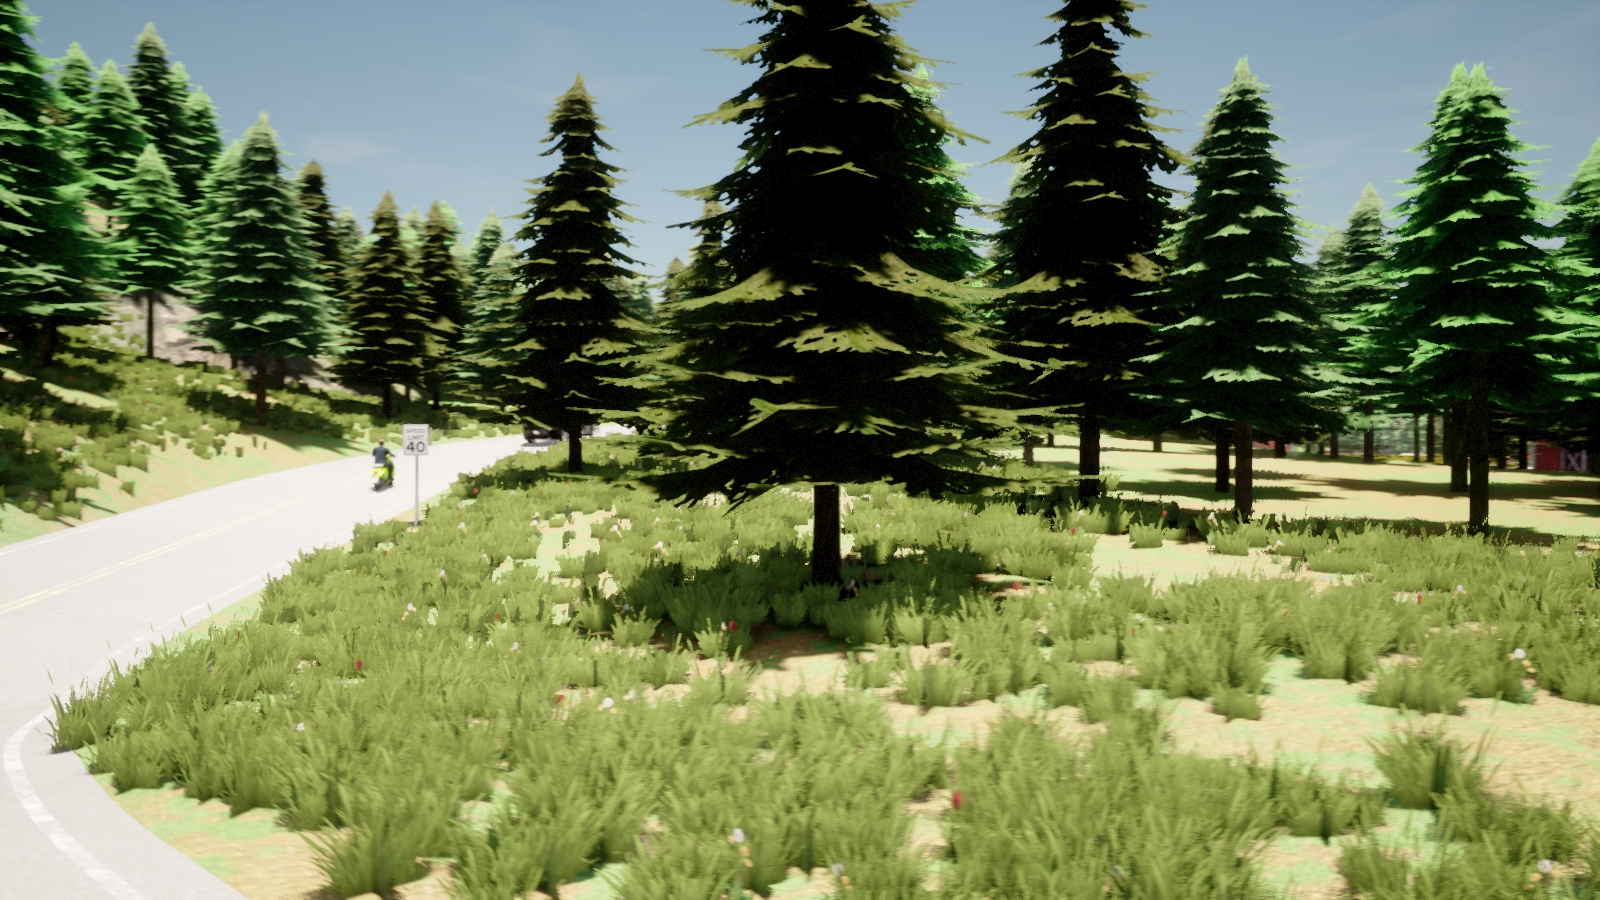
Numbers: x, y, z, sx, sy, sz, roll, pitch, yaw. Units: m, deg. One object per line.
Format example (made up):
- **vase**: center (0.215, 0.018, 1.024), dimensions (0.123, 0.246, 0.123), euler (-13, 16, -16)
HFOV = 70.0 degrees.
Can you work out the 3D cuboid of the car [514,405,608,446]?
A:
- **car**: center (-11.486, -1.233, 55.380), dimensions (2.097, 1.638, 5.238), euler (0, 5, 17)
